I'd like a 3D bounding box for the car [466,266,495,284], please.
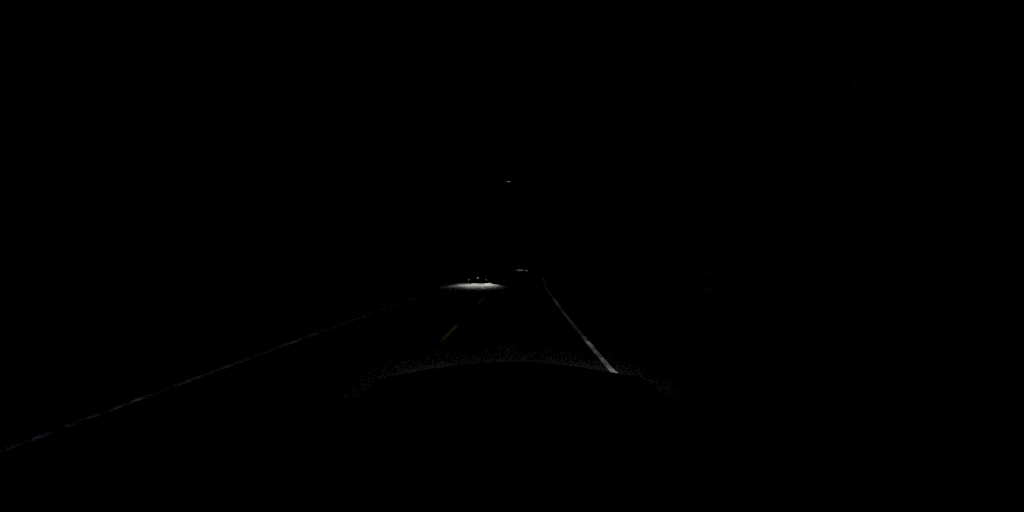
[{"bbox_3d":[-2.593,1.571,30.473,1.994,1.385,4.181,0,-1,4],"label":"car"}]
